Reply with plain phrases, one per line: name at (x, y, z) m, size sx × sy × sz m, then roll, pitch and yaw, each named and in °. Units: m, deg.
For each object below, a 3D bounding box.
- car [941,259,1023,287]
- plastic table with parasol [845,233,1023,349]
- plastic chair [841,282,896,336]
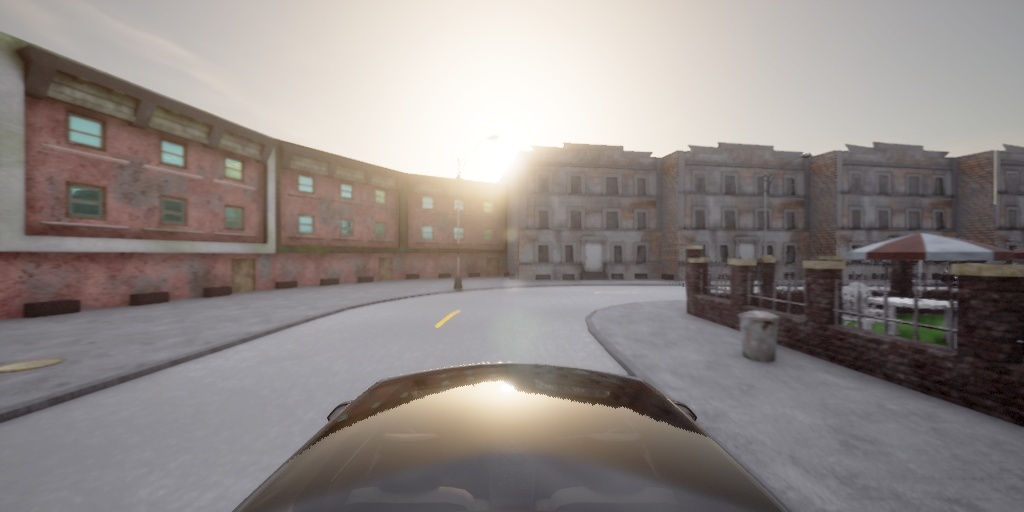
car at (29.464, 0.931, 21.525) m, size 5.566 × 2.045 × 2.150 m, roll 0°, pitch 0°, yaw 0°
plastic table with parasol at (9.258, 0.722, 8.138) m, size 2.482 × 2.480 × 2.482 m, roll 0°, pitch 0°, yaw 0°
plastic chair at (7.996, 1.326, 8.229) m, size 0.730 × 1.272 × 0.750 m, roll 0°, pitch 0°, yaw 0°
